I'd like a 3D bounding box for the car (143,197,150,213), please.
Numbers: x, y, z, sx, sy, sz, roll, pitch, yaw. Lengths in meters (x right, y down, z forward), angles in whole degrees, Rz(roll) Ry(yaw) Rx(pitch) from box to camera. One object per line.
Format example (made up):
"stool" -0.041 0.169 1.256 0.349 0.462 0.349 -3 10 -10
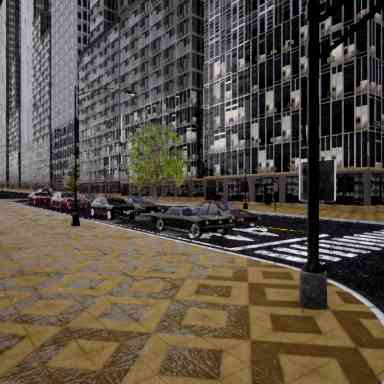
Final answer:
"car" -4.636 1.104 27.625 2.033 1.411 5.357 0 1 -37

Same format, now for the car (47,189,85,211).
"car" -11.794 0.776 31.484 2.097 1.767 4.553 0 1 -38

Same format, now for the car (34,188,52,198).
"car" -28.493 0.111 63.707 2.097 1.767 4.553 0 1 -38

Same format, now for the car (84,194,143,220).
"car" -5.678 1.110 23.683 1.837 1.490 4.892 0 1 -38

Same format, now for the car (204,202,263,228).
"car" 1.636 1.289 19.691 2.033 1.411 5.357 0 1 -36

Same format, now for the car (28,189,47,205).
"car" -18.103 0.712 39.606 1.882 1.535 5.008 0 1 -37

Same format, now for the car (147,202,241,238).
"car" -0.088 1.372 16.572 1.895 1.301 4.718 0 1 -38

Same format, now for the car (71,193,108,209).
"car" -11.140 0.911 35.924 2.033 1.411 5.357 0 1 -38
